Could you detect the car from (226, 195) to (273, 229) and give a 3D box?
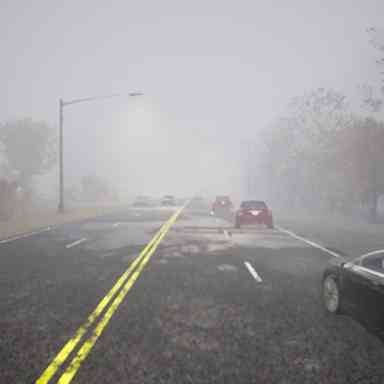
[{"bbox_3d":[3.473,1.168,20.299,2.097,1.767,4.553,0,1,1],"label":"car"}]

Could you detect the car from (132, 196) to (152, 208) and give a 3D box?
[{"bbox_3d":[-6.121,1.145,41.518,2.033,1.411,5.357,0,1,1],"label":"car"}]

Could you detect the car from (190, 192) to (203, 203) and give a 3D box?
[{"bbox_3d":[0.738,0.965,53.601,2.128,1.511,4.902,0,1,2],"label":"car"}]

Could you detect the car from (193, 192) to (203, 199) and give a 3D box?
[{"bbox_3d":[1.228,0.772,69.416,1.994,1.385,4.181,0,1,2],"label":"car"}]

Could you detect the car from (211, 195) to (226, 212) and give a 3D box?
[{"bbox_3d":[3.003,1.037,33.714,2.097,1.767,4.553,0,1,1],"label":"car"}]

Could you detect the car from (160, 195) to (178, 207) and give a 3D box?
[{"bbox_3d":[-2.864,1.103,41.744,1.837,1.490,4.892,0,0,1],"label":"car"}]

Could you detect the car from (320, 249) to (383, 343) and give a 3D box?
[{"bbox_3d":[3.363,1.448,4.475,2.128,1.511,4.902,0,0,0],"label":"car"}]
